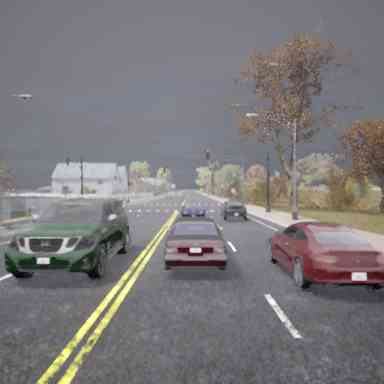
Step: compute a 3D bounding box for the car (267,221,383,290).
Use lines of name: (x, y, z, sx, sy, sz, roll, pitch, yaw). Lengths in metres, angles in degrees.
car: (3.328, 1.505, 8.914, 1.812, 1.442, 4.674, 0, 0, 0)

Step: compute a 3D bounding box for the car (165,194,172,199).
car: (-6.497, 1.195, 92.358, 2.128, 1.511, 4.902, 0, 0, 0)

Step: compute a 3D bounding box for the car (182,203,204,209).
car: (0.094, 1.533, 26.822, 1.895, 1.301, 4.718, 0, 0, 0)

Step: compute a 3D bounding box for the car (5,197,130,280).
car: (-3.352, 1.200, 10.252, 2.150, 2.045, 5.566, 0, 0, 0)

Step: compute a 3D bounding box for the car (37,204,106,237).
car: (-6.595, 1.502, 19.001, 2.033, 1.411, 5.357, 0, 0, 0)

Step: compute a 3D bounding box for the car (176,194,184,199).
car: (-3.248, 1.194, 92.358, 1.812, 1.442, 4.674, 0, 0, 0)

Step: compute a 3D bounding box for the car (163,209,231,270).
car: (0.094, 1.522, 10.951, 2.033, 1.411, 5.357, 0, 0, 0)

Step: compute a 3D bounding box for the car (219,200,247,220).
car: (3.342, 1.435, 27.316, 1.837, 1.490, 4.892, 0, 0, 0)
